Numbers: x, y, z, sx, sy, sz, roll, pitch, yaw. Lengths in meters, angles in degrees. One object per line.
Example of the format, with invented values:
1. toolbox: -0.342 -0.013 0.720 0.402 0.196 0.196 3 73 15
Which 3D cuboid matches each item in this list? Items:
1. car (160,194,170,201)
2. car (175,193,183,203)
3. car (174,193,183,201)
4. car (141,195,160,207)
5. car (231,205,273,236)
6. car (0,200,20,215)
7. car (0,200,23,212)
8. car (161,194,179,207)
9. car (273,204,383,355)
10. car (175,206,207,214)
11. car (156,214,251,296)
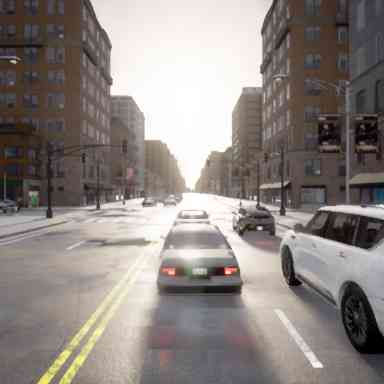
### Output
1. car: -6.562 1.302 82.050 2.097 1.767 4.553 0 0 0
2. car: -3.306 1.473 68.328 2.128 1.511 4.902 0 0 0
3. car: -3.312 1.198 82.255 2.150 2.045 5.566 0 0 0
4. car: -6.629 1.537 51.397 2.033 1.411 5.357 0 0 0
5. car: 3.338 1.503 18.464 1.837 1.490 4.892 0 0 1
6. car: -19.764 1.478 32.805 4.902 1.511 2.128 0 0 0
7. car: -22.152 1.574 38.303 4.313 1.339 1.947 0 0 0
8. car: -3.378 1.516 51.600 1.812 1.442 4.674 0 0 0
9. car: 3.351 1.223 6.224 2.150 2.045 5.566 0 0 0
10. car: 0.072 1.599 18.435 1.895 1.301 4.718 0 0 2
11. car: 0.082 1.547 8.786 2.033 1.411 5.357 0 0 -2
